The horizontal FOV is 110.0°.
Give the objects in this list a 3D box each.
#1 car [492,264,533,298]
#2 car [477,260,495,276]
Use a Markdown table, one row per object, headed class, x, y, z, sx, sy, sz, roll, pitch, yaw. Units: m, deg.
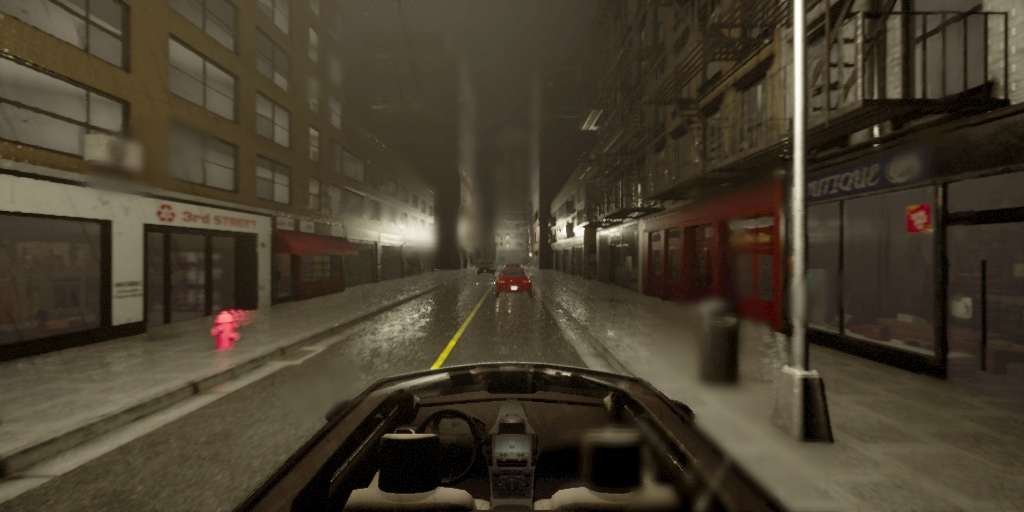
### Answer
| class | x | y | z | sx | sy | sz | roll | pitch | yaw |
| --- | --- | --- | --- | --- | --- | --- | --- | --- | --- |
| car | 0.089 | 1.318 | 18.856 | 1.812 | 1.442 | 4.674 | 0 | 0 | 0 |
| car | -2.746 | 1.243 | 39.192 | 1.882 | 1.535 | 5.008 | 0 | 0 | 0 |
